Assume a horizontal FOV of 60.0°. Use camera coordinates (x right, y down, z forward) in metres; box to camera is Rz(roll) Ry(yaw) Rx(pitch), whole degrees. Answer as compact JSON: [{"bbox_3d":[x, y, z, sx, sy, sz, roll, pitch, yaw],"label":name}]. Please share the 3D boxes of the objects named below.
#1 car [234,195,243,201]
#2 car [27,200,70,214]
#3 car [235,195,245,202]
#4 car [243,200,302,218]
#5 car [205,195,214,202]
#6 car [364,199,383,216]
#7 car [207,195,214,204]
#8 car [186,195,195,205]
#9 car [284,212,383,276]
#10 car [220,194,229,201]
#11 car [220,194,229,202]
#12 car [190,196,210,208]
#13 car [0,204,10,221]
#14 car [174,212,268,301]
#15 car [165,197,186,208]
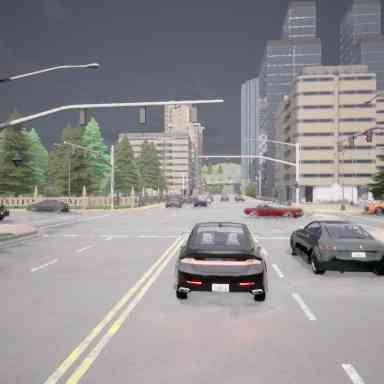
[{"bbox_3d":[11.896,1.537,85.447,2.033,1.411,5.357,0,0,5],"label":"car"},{"bbox_3d":[-15.193,1.564,35.292,4.181,1.385,1.994,0,0,6],"label":"car"},{"bbox_3d":[11.002,1.591,76.141,1.895,1.301,4.718,0,0,5],"label":"car"},{"bbox_3d":[6.829,1.601,27.883,4.718,1.301,1.895,0,0,33],"label":"car"},{"bbox_3d":[4.069,1.496,77.175,1.837,1.490,4.892,0,0,5],"label":"car"},{"bbox_3d":[19.180,1.352,32.156,4.553,1.767,2.097,0,0,7],"label":"car"},{"bbox_3d":[2.621,1.601,62.697,1.895,1.301,4.718,0,0,6],"label":"car"},{"bbox_3d":[-1.098,1.548,60.738,2.033,1.411,5.357,0,0,6],"label":"car"},{"bbox_3d":[4.404,1.564,10.446,1.994,1.385,4.181,0,0,5],"label":"car"},{"bbox_3d":[8.409,1.353,85.751,2.097,1.767,4.553,0,0,5],"label":"car"},{"bbox_3d":[7.612,1.549,77.449,1.994,1.385,4.181,0,0,5],"label":"car"},{"bbox_3d":[1.299,1.601,49.344,1.895,1.301,4.718,0,0,6],"label":"car"},{"bbox_3d":[-16.619,1.221,24.784,5.566,2.045,2.150,0,0,7],"label":"car"},{"bbox_3d":[0.710,1.492,8.339,2.128,1.511,4.902,0,0,5],"label":"car"},{"bbox_3d":[-2.486,1.563,46.553,1.994,1.385,4.181,0,0,6],"label":"car"}]
